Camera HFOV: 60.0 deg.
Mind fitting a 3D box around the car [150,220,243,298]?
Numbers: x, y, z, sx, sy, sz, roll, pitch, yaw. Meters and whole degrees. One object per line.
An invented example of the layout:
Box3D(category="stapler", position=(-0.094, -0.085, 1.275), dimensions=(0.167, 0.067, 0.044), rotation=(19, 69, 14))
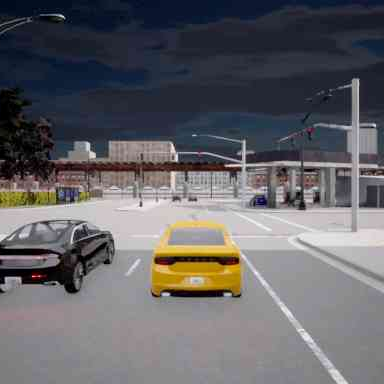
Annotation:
Box3D(category="car", position=(0.101, 1.468, 8.576), dimensions=(1.882, 1.535, 5.008), rotation=(0, 0, 0))

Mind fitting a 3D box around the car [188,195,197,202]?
Box3D(category="car", position=(0.161, 1.446, 73.545), dimensions=(1.994, 1.385, 4.181), rotation=(0, 0, 0))

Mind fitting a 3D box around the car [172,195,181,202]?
Box3D(category="car", position=(-3.339, 1.386, 73.552), dimensions=(1.837, 1.490, 4.892), rotation=(0, 0, 0))

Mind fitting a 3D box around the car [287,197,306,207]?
Box3D(category="car", position=(15.564, 1.425, 49.599), dimensions=(1.970, 1.475, 3.806), rotation=(0, 0, 0))

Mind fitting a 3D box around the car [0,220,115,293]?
Box3D(category="car", position=(-3.398, 1.474, 8.793), dimensions=(2.128, 1.511, 4.902), rotation=(0, 0, 0))

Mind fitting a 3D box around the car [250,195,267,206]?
Box3D(category="car", position=(9.818, 1.253, 48.849), dimensions=(2.242, 1.667, 4.611), rotation=(0, 0, 0))
